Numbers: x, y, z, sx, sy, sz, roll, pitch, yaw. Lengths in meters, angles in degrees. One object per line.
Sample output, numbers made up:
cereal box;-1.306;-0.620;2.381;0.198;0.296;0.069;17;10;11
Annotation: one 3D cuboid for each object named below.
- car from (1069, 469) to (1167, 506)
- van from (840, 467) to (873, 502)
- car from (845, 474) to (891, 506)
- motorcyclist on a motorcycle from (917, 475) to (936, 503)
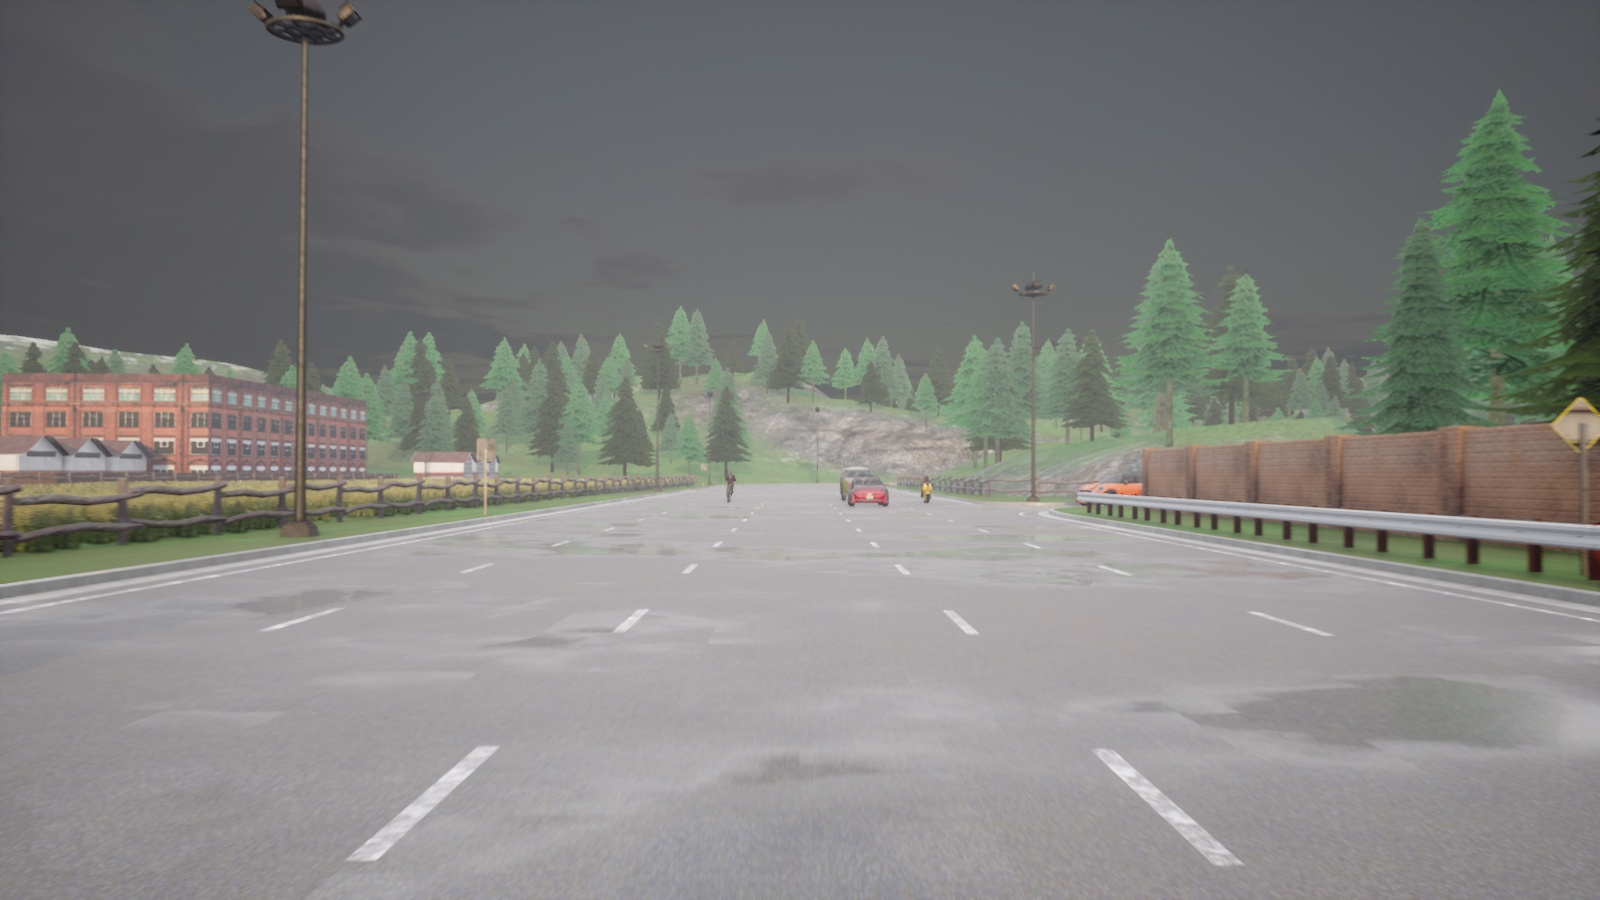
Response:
car;15.983;1.850;63.096;4.553;1.767;2.097;0;-1;-27
van;3.316;2.014;74.402;1.775;1.987;4.442;0;-1;0
car;3.346;1.976;62.449;2.007;1.525;4.514;0;-1;0
motorcyclist on a motorcycle;6.833;2.105;67.908;0.797;1.523;2.044;0;-1;0
